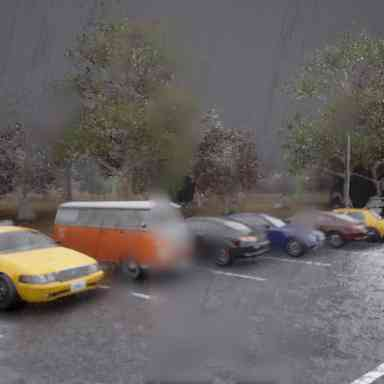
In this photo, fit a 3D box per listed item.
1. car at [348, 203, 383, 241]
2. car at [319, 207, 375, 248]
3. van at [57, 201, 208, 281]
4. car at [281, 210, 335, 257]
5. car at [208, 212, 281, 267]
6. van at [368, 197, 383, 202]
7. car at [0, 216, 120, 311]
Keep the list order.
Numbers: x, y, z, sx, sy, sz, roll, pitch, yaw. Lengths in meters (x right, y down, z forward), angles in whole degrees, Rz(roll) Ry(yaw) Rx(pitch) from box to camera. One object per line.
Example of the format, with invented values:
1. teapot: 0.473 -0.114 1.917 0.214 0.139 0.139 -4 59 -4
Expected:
1. car: 7.499 1.498 16.514 5.366 1.575 1.946 -1 -1 36
2. car: 5.200 1.537 14.725 4.674 1.452 2.002 -1 -1 35
3. van: -2.001 1.260 9.617 4.442 1.987 1.878 -1 -1 35
4. car: 2.779 1.534 13.043 4.674 1.452 2.002 0 -1 36
5. car: 0.339 1.531 11.377 4.674 1.452 2.002 -1 -1 35
6. van: 12.483 1.272 19.787 4.442 1.987 1.878 -1 -1 36
7. car: -4.371 1.480 7.863 5.366 1.575 1.946 -1 -1 35
